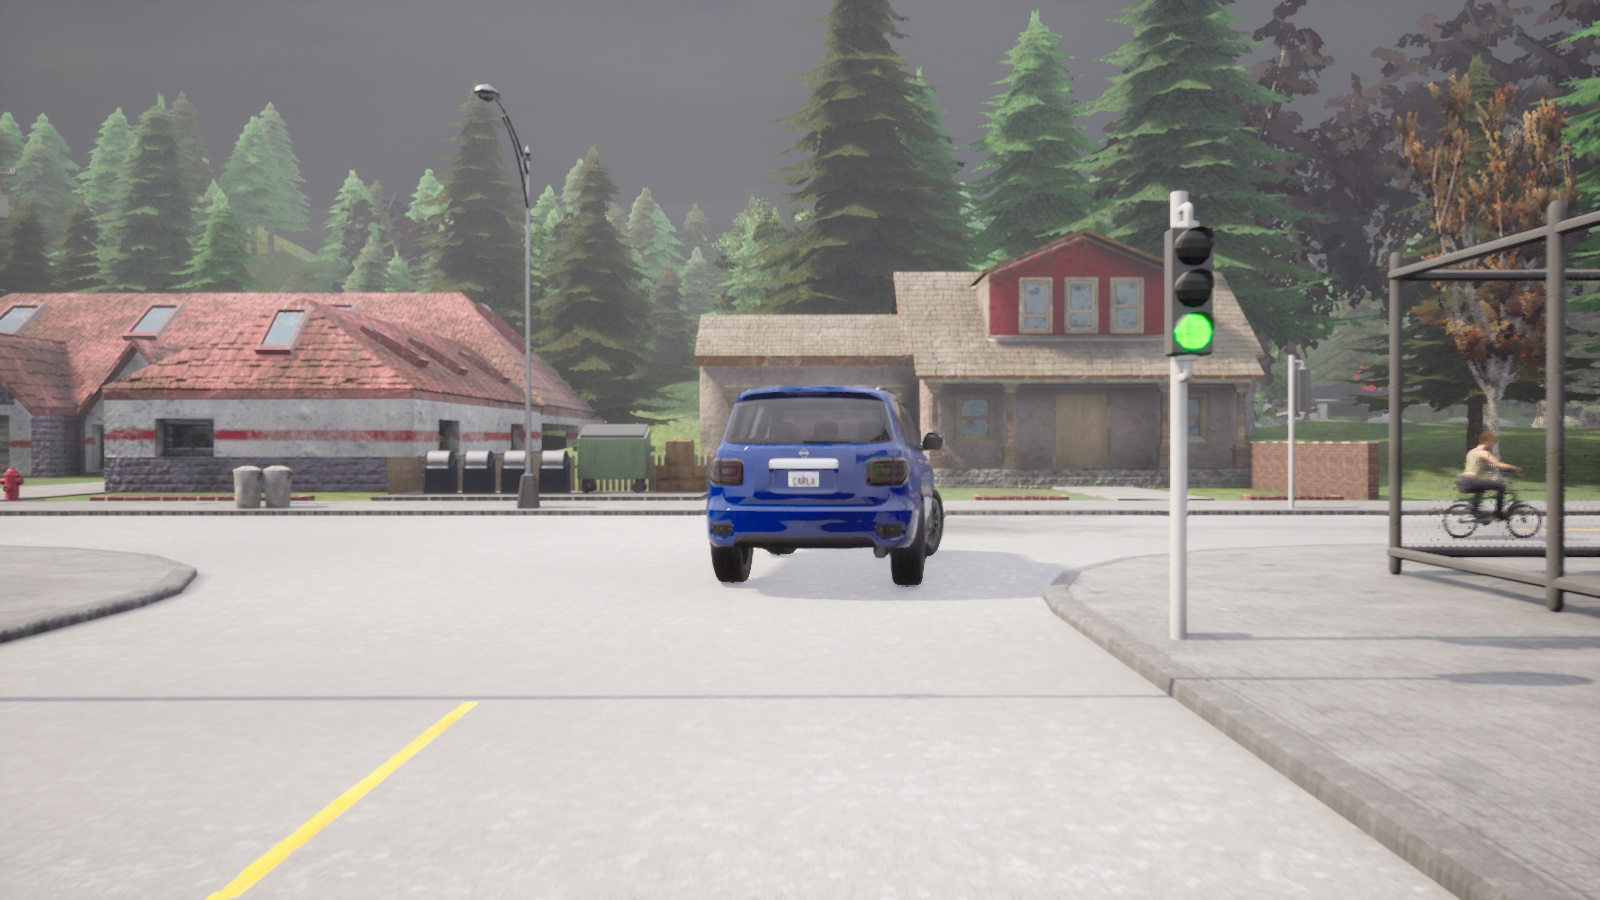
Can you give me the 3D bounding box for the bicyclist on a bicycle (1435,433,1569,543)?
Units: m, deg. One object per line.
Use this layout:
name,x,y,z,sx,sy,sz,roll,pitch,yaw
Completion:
bicyclist on a bicycle,10.501,0.547,18.835,1.509,1.612,0.866,0,1,0

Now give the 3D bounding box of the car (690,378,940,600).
car,0.428,0.353,14.500,2.150,2.045,5.566,0,0,8
